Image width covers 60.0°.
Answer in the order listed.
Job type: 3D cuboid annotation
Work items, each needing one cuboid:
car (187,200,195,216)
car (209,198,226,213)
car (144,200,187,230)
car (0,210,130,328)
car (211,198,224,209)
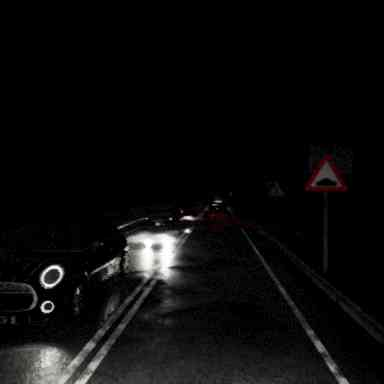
[{"bbox_3d":[-0.759,1.557,34.046,2.128,1.511,4.902,1,0,5],"label":"car"},{"bbox_3d":[2.943,1.603,38.605,2.128,1.511,4.902,1,0,5],"label":"car"},{"bbox_3d":[-1.777,1.457,21.488,2.128,1.511,4.902,1,3,5],"label":"car"},{"bbox_3d":[-2.895,1.361,7.311,2.097,1.767,4.553,1,0,5],"label":"car"},{"bbox_3d":[3.831,1.669,49.445,1.812,1.442,4.674,1,0,5],"label":"car"}]
